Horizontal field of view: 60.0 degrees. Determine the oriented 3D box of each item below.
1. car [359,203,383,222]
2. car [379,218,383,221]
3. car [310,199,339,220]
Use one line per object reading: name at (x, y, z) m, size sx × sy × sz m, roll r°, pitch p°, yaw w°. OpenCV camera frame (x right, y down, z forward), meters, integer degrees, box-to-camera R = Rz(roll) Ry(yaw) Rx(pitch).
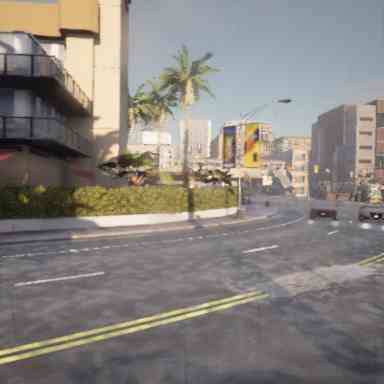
car at (13.549, 1.496, 24.716) m, size 1.994 × 1.385 × 4.181 m, roll 1°, pitch 1°, yaw 25°
car at (7.677, 1.560, 10.353) m, size 4.181 × 1.385 × 1.994 m, roll 0°, pitch 1°, yaw -43°
car at (10.693, 1.347, 26.765) m, size 1.882 × 1.535 × 5.008 m, roll 1°, pitch 1°, yaw 24°
